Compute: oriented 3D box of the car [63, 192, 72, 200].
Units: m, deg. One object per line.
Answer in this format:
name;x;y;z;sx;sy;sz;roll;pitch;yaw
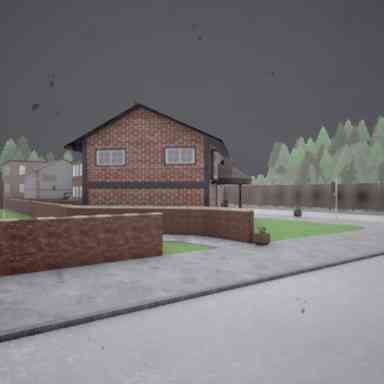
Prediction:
car;-13.912;0.968;38.889;1.905;1.878;3.866;0;0;-35
